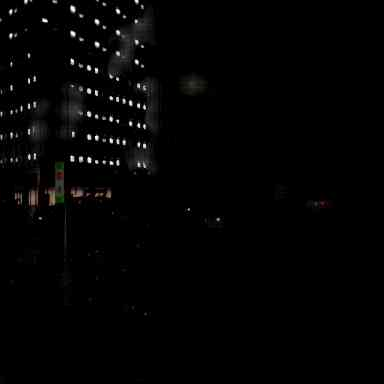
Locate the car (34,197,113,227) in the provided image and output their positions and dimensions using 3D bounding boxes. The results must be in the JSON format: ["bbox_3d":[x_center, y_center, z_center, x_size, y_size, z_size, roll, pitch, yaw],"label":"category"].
[{"bbox_3d":[-8.163,1.364,23.600,2.150,2.045,5.566,0,-1,34],"label":"car"}]

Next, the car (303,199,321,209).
[{"bbox_3d":[19.136,1.879,52.758,1.812,1.442,4.674,0,0,31],"label":"car"}]

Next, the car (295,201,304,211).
[{"bbox_3d":[14.118,1.900,44.697,1.895,1.301,4.718,0,-1,33],"label":"car"}]

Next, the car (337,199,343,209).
[{"bbox_3d":[21.914,1.817,51.071,1.882,1.535,5.008,0,0,31],"label":"car"}]

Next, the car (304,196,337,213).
[{"bbox_3d":[16.400,1.502,42.254,2.150,2.045,5.566,0,-1,34],"label":"car"}]

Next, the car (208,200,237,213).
[{"bbox_3d":[3.776,1.753,41.100,1.882,1.535,5.008,0,-1,34],"label":"car"}]

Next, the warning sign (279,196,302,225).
[{"bbox_3d":[6.804,1.251,22.976,1.300,1.860,1.060,0,0,34],"label":"warning sign"}]

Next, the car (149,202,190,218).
[{"bbox_3d":[-2.125,1.715,32.431,1.837,1.490,4.892,0,-1,35],"label":"car"}]
